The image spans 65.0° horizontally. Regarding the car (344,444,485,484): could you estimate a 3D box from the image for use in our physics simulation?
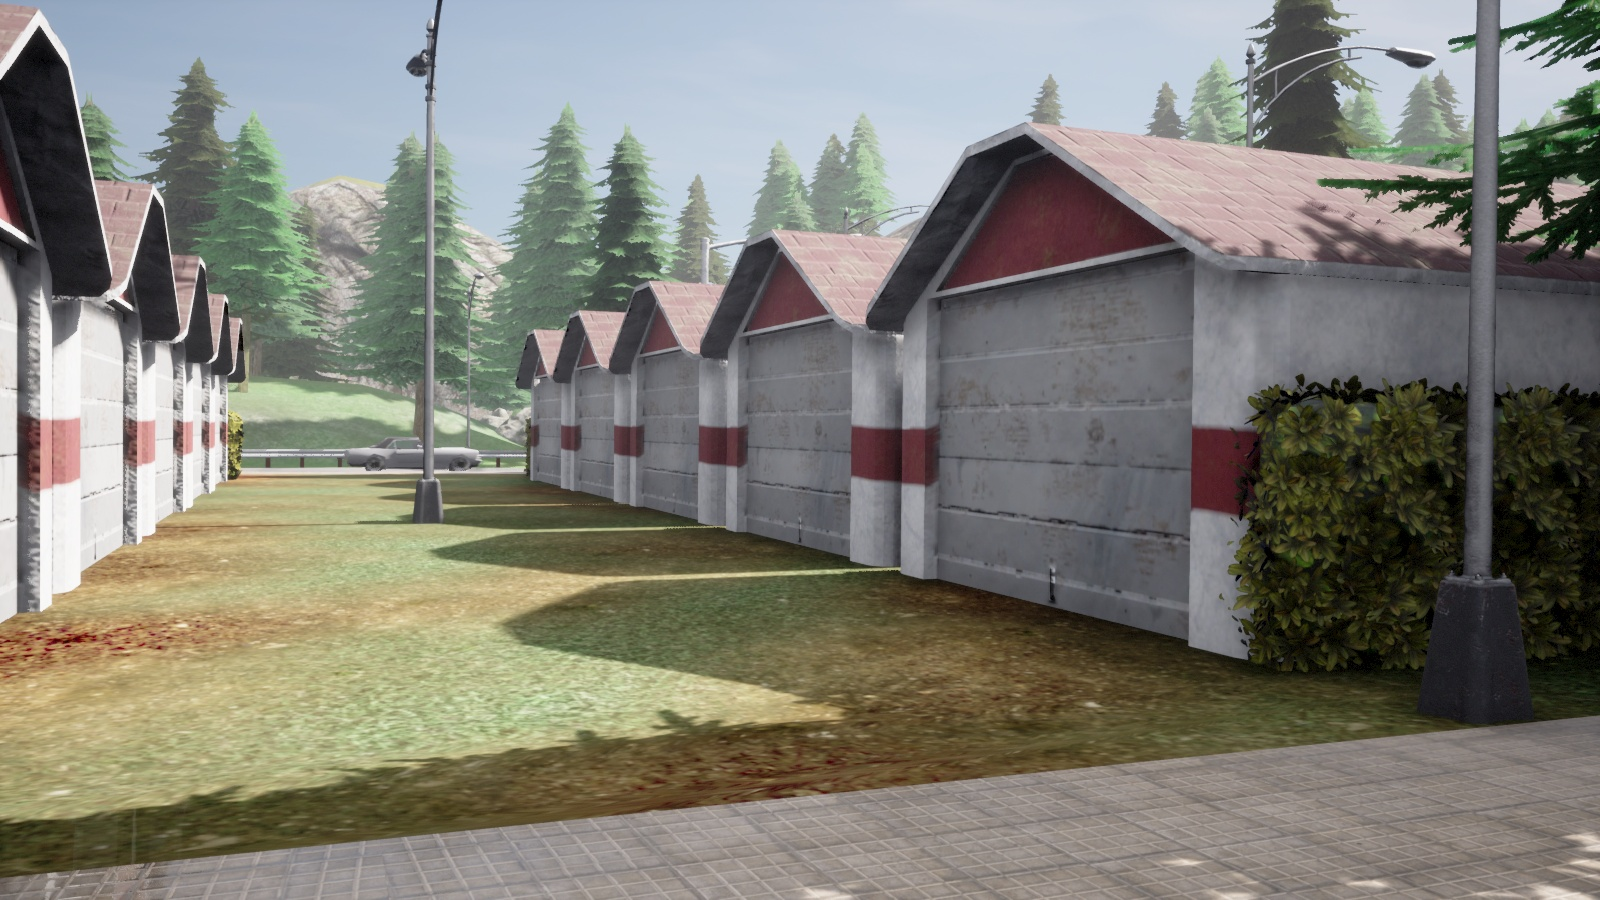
[{"bbox_3d":[-13.882,0.492,45.165,4.718,1.301,1.895,-1,1,-20],"label":"car"}]
